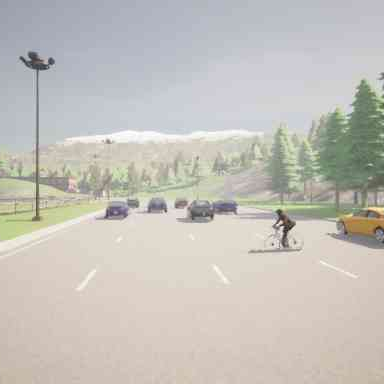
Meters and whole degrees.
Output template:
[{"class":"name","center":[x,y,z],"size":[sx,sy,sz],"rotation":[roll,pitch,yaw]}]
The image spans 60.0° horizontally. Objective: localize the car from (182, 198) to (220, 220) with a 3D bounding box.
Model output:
[{"class":"car","center":[0.661,1.491,27.766],"size":[2.128,1.511,4.902],"rotation":[0,0,-6]}]

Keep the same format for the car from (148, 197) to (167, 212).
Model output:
[{"class":"car","center":[-3.947,1.353,38.019],"size":[2.097,1.767,4.553],"rotation":[0,0,-6]}]

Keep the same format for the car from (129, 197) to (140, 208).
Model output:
[{"class":"car","center":[-8.488,1.489,47.673],"size":[2.128,1.511,4.902],"rotation":[0,0,-6]}]

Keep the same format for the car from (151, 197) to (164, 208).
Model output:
[{"class":"car","center":[-5.002,1.526,47.902],"size":[1.812,1.442,4.674],"rotation":[0,0,-7]}]

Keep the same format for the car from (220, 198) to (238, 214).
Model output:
[{"class":"car","center":[3.396,1.477,35.172],"size":[1.882,1.535,5.008],"rotation":[0,0,-6]}]

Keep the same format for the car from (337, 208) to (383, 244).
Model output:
[{"class":"car","center":[8.903,1.477,15.891],"size":[1.882,1.535,5.008],"rotation":[0,0,-6]}]

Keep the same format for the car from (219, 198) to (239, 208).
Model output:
[{"class":"car","center":[5.433,1.564,49.146],"size":[1.994,1.385,4.181],"rotation":[0,0,-6]}]

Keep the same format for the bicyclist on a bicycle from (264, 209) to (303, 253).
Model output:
[{"class":"bicyclist on a bicycle","center":[3.438,1.454,12.471],"size":[1.656,1.620,0.582],"rotation":[-2,0,-15]}]

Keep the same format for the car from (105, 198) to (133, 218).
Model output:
[{"class":"car","center":[-6.586,1.526,29.740],"size":[1.812,1.442,4.674],"rotation":[0,0,-6]}]

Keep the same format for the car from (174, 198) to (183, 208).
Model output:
[{"class":"car","center":[-1.492,1.526,48.095],"size":[1.812,1.442,4.674],"rotation":[0,0,-6]}]
